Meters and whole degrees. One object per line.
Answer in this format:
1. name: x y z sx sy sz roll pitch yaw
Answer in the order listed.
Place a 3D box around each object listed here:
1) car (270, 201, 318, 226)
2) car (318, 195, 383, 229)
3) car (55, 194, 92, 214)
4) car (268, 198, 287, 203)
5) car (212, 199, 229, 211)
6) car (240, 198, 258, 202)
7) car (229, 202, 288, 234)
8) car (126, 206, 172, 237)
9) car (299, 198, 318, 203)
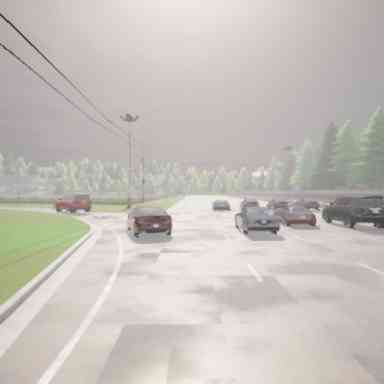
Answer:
1. car: 7.102 1.576 23.287 1.994 1.385 4.181 0 0 0
2. car: 10.602 1.232 21.905 2.150 2.045 5.566 0 0 0
3. car: -13.139 1.246 36.693 2.150 2.045 5.566 1 0 -43
4. car: 10.602 1.528 40.998 1.837 1.490 4.892 0 0 0
5. car: 3.602 1.589 41.735 1.994 1.385 4.181 0 0 0
6. car: 7.102 1.529 41.022 1.837 1.490 4.892 0 0 0
7. car: 3.601 1.557 19.162 2.033 1.411 5.357 0 0 0
8. car: -2.469 1.487 18.419 1.882 1.535 5.008 0 0 -17
9. car: 14.102 1.528 40.995 1.837 1.490 4.892 0 0 0
